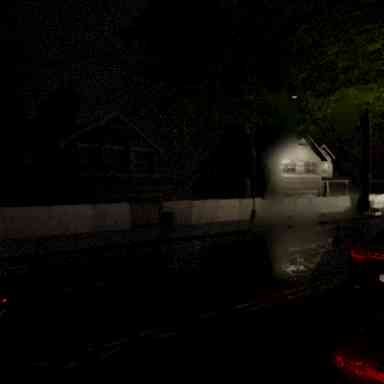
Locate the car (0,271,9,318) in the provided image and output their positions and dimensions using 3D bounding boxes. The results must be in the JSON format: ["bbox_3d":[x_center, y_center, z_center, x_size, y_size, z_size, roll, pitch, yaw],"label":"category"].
[{"bbox_3d":[-5.046,1.516,4.077,4.902,1.511,2.128,-1,1,-36],"label":"car"}]

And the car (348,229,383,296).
[{"bbox_3d":[5.469,1.360,7.345,5.008,1.535,1.882,-1,1,-36],"label":"car"}]
